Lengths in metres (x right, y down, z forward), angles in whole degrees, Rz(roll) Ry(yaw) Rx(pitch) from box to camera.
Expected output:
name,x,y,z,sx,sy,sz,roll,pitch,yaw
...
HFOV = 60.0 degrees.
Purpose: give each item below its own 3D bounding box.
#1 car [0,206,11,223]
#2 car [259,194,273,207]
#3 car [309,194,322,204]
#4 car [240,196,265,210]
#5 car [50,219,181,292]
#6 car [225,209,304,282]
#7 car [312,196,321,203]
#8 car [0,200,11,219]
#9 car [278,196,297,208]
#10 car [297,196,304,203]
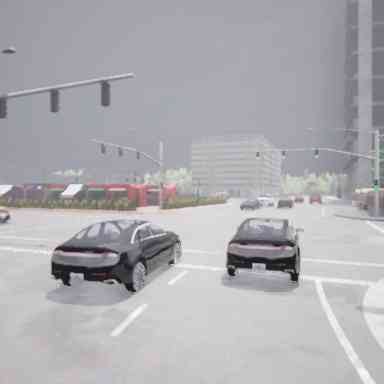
name,x,y,z,sx,sy,sz,roll,pitch,yaw
car,-15.452,1.512,24.216,4.902,1.511,2.128,0,0,22
car,11.748,1.311,53.548,2.150,2.045,5.566,0,0,22
car,25.129,1.377,67.799,2.150,2.045,5.566,0,0,22
car,7.707,1.614,43.585,2.033,1.411,5.357,0,0,22
car,-1.709,1.493,9.047,2.128,1.511,4.902,0,0,14
car,2.271,1.511,10.017,2.128,1.511,4.902,0,0,17
car,29.088,1.699,77.616,1.812,1.442,4.674,0,0,22
car,-18.523,1.491,29.267,5.008,1.535,1.882,0,0,22
car,13.853,1.571,48.936,1.882,1.535,5.008,0,0,22
car,23.520,1.628,73.170,1.882,1.535,5.008,0,0,22
